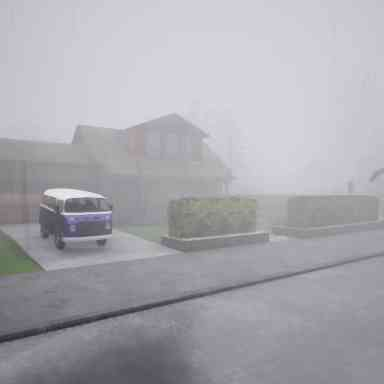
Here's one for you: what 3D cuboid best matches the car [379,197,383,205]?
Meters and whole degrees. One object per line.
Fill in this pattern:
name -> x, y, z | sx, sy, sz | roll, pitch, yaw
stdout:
car -> 24.700, 0.985, 41.441 | 3.866, 1.878, 1.905 | 0, 0, 0
